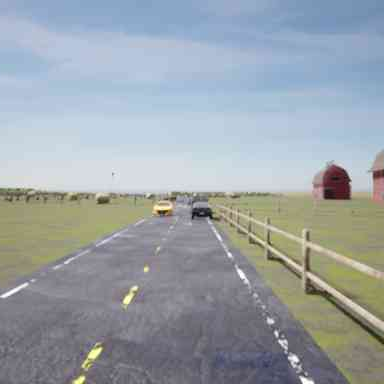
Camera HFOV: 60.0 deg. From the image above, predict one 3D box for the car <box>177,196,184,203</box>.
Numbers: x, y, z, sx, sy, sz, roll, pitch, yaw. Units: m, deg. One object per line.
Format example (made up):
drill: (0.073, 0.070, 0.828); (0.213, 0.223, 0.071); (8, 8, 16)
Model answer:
car: (-2.674, 1.727, 75.240); (1.882, 1.535, 5.008); (0, 0, 0)

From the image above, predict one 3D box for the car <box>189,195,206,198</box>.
car: (0.864, 1.439, 40.329); (2.150, 2.045, 5.566); (0, 0, 0)

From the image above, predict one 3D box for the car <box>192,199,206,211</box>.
car: (0.871, 1.751, 46.298); (1.837, 1.490, 4.892); (0, 0, 0)

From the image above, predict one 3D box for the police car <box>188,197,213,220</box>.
police car: (0.855, 1.588, 30.409); (1.930, 1.638, 5.238); (0, 0, 0)

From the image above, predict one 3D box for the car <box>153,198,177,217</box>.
car: (-2.810, 1.659, 33.704); (1.882, 1.535, 5.008); (0, 0, 0)

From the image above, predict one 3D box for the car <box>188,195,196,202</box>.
car: (0.093, 1.756, 92.744); (2.097, 1.767, 4.553); (0, 0, 0)

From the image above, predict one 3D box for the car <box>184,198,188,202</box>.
car: (0.066, 1.892, 64.495); (2.033, 1.411, 5.357); (0, 0, 0)
